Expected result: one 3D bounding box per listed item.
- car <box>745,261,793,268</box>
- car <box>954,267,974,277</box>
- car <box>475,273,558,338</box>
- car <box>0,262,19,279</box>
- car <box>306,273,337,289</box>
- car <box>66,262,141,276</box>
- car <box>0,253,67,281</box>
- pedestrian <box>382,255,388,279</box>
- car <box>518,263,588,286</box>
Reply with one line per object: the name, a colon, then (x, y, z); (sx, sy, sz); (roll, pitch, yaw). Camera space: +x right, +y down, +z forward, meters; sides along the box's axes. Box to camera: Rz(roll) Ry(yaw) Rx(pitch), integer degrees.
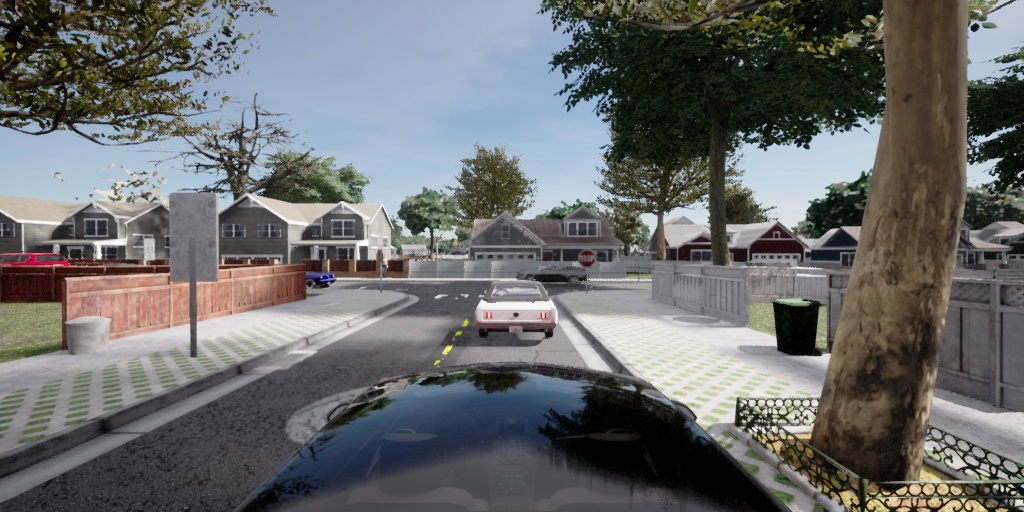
car: (17.105, 1.156, 24.814); (4.553, 1.767, 2.097); (0, 1, -1)
car: (28.930, 1.338, 24.932); (4.902, 1.511, 2.128); (0, 1, 0)
car: (0.123, 1.349, 10.220); (1.895, 1.301, 4.718); (0, 0, 1)
car: (-33.001, 1.203, 21.384); (4.181, 1.385, 1.994); (0, 1, 1)
car: (-13.242, 1.313, 21.561); (4.718, 1.301, 1.895); (0, 1, -1)
car: (-23.089, 1.199, 21.461); (4.674, 1.442, 1.812); (0, 1, 0)
car: (-33.569, 0.829, 24.301); (5.566, 2.045, 2.150); (0, 1, -1)
pedestrian: (-9.767, 0.809, 27.451); (0.375, 1.860, 0.375); (0, 0, -1)
car: (2.707, 1.240, 24.675); (4.902, 1.511, 2.128); (0, 1, -1)
